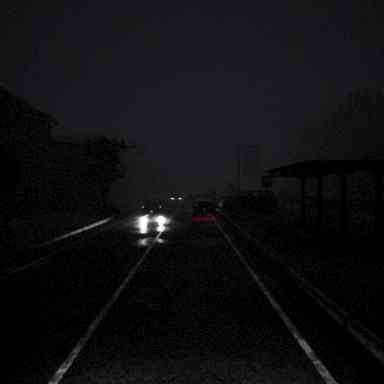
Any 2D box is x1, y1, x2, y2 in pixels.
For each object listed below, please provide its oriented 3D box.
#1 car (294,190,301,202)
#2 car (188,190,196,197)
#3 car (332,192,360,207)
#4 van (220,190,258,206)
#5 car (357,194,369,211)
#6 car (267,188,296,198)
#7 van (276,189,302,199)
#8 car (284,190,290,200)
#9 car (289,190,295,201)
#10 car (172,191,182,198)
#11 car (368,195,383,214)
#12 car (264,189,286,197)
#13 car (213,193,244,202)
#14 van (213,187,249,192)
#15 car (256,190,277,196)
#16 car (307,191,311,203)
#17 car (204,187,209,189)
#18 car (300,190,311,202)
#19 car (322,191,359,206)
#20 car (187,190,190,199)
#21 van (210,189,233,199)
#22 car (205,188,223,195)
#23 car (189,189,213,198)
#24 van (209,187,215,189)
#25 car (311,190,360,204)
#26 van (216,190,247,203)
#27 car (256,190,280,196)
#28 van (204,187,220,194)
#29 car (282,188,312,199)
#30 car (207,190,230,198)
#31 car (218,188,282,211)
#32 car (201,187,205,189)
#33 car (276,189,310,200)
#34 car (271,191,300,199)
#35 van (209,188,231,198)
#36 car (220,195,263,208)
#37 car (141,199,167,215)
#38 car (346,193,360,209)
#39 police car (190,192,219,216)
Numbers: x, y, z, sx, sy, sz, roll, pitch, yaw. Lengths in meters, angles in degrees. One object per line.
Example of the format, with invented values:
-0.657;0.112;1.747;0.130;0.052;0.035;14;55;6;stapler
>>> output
19.016;0.848;50.989;5.366;1.575;1.946;0;1;0;car
0.063;0.252;79.399;1.837;1.490;4.892;0;1;0;car
18.845;1.056;37.109;5.008;1.535;2.097;0;1;0;car
5.874;0.761;41.862;4.442;1.987;1.878;0;1;0;van
18.872;1.165;31.559;4.792;1.488;2.163;0;1;0;car
18.850;0.207;70.413;5.566;2.045;2.435;0;1;0;car
18.941;0.355;64.864;4.442;1.987;1.878;0;1;0;van
18.857;0.782;56.543;4.792;1.488;2.163;0;1;0;car
18.801;0.836;53.761;4.792;1.488;2.163;0;1;0;car
-3.194;0.441;70.037;1.882;1.535;5.008;0;1;0;car
18.658;1.171;28.783;5.366;1.575;1.946;0;1;0;car
18.849;0.210;75.967;4.553;1.767;2.185;0;1;0;car
5.780;0.846;53.080;4.792;1.488;2.163;0;1;0;car
5.638;0.680;47.472;4.442;1.987;1.878;0;1;0;van
18.819;0.152;84.295;4.892;1.521;2.231;0;1;0;car
18.829;0.938;45.434;4.892;1.521;2.231;0;1;0;car
5.717;0.341;64.291;5.566;2.045;2.435;0;1;0;car
18.828;0.895;48.212;5.008;1.535;2.097;0;1;0;car
18.843;1.016;39.884;5.008;1.535;2.097;0;1;0;car
0.051;0.566;64.379;1.882;1.535;5.008;0;1;0;car
5.860;0.305;67.096;4.442;1.987;1.878;0;1;0;van
5.701;-0.029;86.716;4.553;1.767;2.185;0;1;0;car
1.005;0.890;38.736;2.097;1.767;4.553;0;1;0;car
5.863;0.428;61.492;4.442;1.987;1.878;0;1;0;van
18.808;0.725;42.656;5.566;2.045;2.435;0;1;0;car
5.869;0.635;50.273;4.442;1.987;1.878;0;1;0;van
18.630;0.209;81.519;5.366;1.575;1.946;0;1;0;car
5.611;-0.315;95.122;4.442;1.987;1.878;0;1;0;van
18.799;0.447;59.312;5.566;2.045;2.435;0;1;0;car
5.734;0.407;72.706;4.892;1.521;2.231;0;1;0;car
5.734;0.856;33.453;5.566;2.045;2.435;0;1;0;car
5.707;-0.031;81.108;5.566;2.045;2.435;0;1;0;car
18.854;0.391;62.088;5.566;2.045;2.435;0;1;0;car
19.009;0.516;67.643;5.366;1.575;1.946;0;1;0;car
5.858;0.243;69.898;4.442;1.987;1.878;0;1;0;van
5.761;1.067;39.063;4.674;1.452;2.002;0;1;0;car
-3.325;1.277;29.635;1.895;1.301;4.718;0;1;0;car
18.847;1.096;34.333;4.892;1.521;2.231;0;1;0;car
0.998;1.113;28.865;1.930;1.638;5.238;0;1;0;police car
